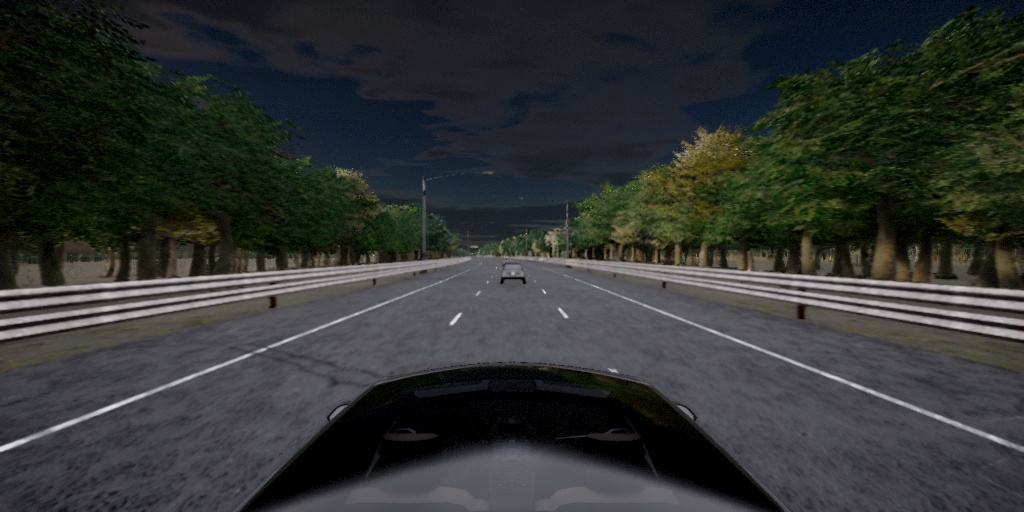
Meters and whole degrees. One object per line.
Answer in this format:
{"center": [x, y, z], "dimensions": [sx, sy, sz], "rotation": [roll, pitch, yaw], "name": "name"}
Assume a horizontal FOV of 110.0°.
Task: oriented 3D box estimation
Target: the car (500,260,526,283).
{"center": [0.067, 1.213, 26.498], "dimensions": [2.033, 1.411, 5.357], "rotation": [0, 0, 0], "name": "car"}
